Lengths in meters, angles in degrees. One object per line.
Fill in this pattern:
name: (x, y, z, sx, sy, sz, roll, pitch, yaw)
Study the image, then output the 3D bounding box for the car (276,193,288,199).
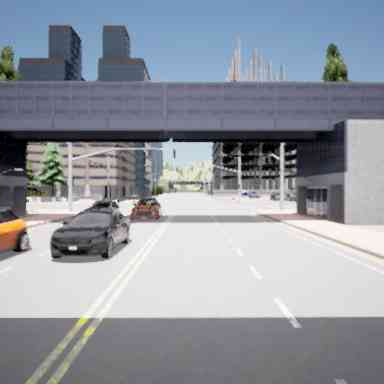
car: (22.078, 1.018, 82.016, 1.970, 1.475, 3.806, 0, 0, 0)

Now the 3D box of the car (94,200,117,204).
car: (-7.031, 1.440, 26.574, 1.837, 1.490, 4.892, 0, 0, 0)

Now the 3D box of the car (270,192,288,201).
car: (16.555, 0.856, 64.577, 1.932, 1.855, 4.605, 0, 0, 0)

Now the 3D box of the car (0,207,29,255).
car: (-7.104, 1.305, 10.435, 2.097, 1.767, 4.553, 0, 0, 0)

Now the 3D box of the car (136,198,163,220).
car: (-3.531, 1.297, 26.607, 2.097, 1.767, 4.553, 0, 0, 0)

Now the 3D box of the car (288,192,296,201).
car: (19.450, 0.859, 64.536, 1.905, 1.878, 3.866, 0, 0, 0)

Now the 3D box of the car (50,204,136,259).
car: (-3.601, 1.421, 12.572, 1.882, 1.535, 5.008, 0, 0, 0)
